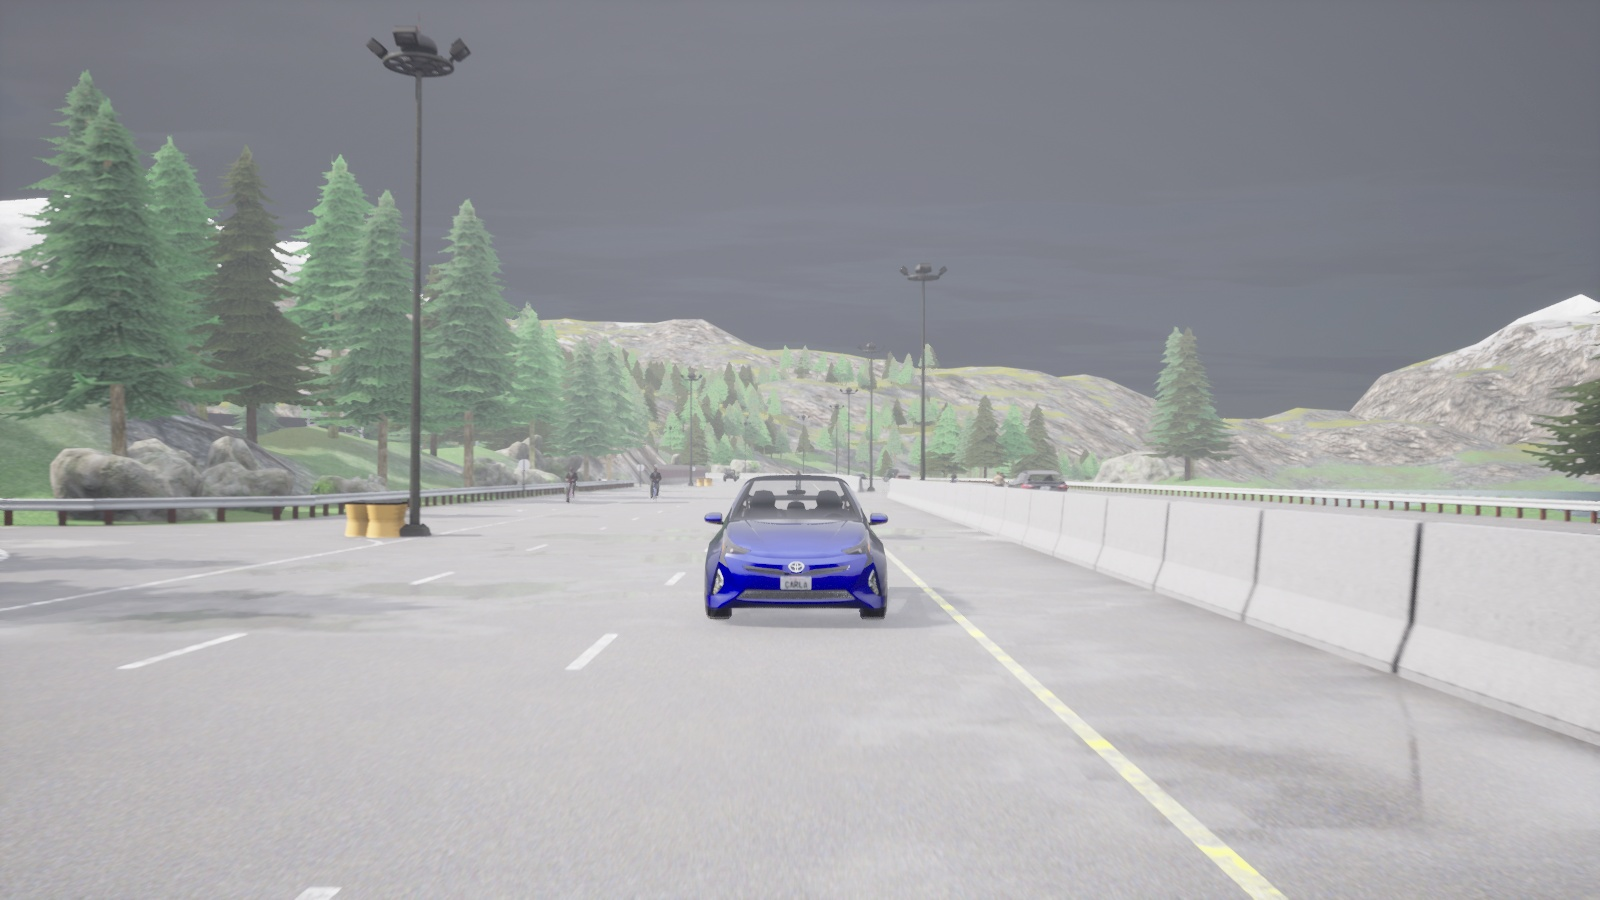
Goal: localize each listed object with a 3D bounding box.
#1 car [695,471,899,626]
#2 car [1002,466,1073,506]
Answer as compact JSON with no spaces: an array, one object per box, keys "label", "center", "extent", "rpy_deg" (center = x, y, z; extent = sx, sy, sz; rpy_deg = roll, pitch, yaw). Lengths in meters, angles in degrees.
[{"label":"car","center":[-0.037,1.014,14.683],"extent":[2.007,1.525,4.514],"rpy_deg":[0,-1,0]},{"label":"car","center":[10.393,1.565,55.282],"extent":[2.242,1.667,4.611],"rpy_deg":[0,-1,0]}]
